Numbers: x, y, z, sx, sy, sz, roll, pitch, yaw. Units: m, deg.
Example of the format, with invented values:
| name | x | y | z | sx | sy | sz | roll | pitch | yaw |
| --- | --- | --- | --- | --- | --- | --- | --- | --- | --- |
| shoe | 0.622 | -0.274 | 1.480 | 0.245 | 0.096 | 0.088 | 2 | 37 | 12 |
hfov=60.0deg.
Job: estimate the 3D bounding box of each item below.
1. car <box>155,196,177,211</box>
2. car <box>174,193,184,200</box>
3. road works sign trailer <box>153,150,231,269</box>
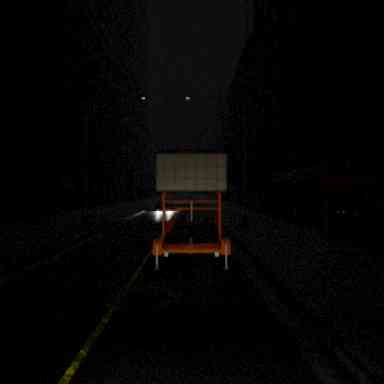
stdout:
| name | x | y | z | sx | sy | sz | roll | pitch | yaw |
| --- | --- | --- | --- | --- | --- | --- | --- | --- | --- |
| car | -3.151 | 1.431 | 38.723 | 1.994 | 1.385 | 4.181 | 0 | 0 | 0 |
| car | -3.115 | 1.030 | 80.000 | 2.128 | 1.511 | 4.902 | 0 | 0 | 0 |
| road works sign trailer | -0.014 | 0.422 | 10.921 | 2.380 | 3.560 | 2.880 | 0 | 0 | 0 |
